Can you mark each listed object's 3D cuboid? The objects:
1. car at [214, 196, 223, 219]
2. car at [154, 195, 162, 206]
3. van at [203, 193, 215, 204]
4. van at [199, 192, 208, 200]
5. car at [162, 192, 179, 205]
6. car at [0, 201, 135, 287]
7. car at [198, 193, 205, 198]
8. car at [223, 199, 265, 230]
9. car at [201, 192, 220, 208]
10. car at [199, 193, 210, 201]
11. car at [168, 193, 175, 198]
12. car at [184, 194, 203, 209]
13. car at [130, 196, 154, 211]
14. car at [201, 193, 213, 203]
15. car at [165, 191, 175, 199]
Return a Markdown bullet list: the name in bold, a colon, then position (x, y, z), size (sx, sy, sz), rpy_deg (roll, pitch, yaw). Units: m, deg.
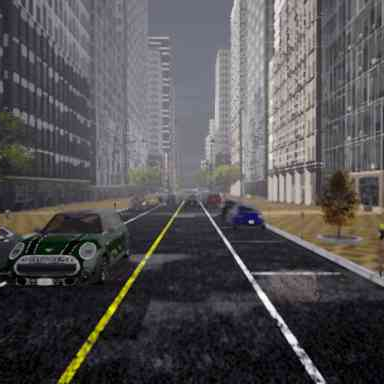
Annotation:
- **car**: position (3.123, 1.336, 26.863), size (1.837, 1.490, 4.892), rpy_deg (0, 0, 0)
- **car**: position (-5.738, 1.228, 47.638), size (1.752, 1.417, 4.829), rpy_deg (-1, 0, 0)
- **van**: position (2.636, 1.007, 53.497), size (1.690, 1.788, 3.998), rpy_deg (-1, 0, 0)
- **van**: position (2.617, 0.862, 76.231), size (1.690, 1.788, 3.998), rpy_deg (-1, 0, 0)
- **car**: position (-3.120, 1.180, 51.630), size (1.837, 1.490, 4.892), rpy_deg (0, 1, 0)
- **car**: position (-3.108, 1.294, 9.276), size (2.097, 1.767, 4.553), rpy_deg (0, 0, 0)
- **car**: position (2.605, 0.961, 93.283), size (2.008, 1.369, 4.403), rpy_deg (-1, 0, 0)
- **car**: position (3.132, 1.401, 19.863), size (1.812, 1.442, 4.674), rpy_deg (0, 0, 0)
- **car**: position (2.645, 1.052, 42.130), size (2.192, 1.841, 5.009), rpy_deg (-1, 0, 0)
- **car**: position (2.622, 0.997, 70.549), size (1.967, 1.590, 4.097), rpy_deg (-1, 0, 0)
- **car**: position (-5.776, 0.993, 93.277), size (1.802, 1.307, 4.206), rpy_deg (-1, 0, 0)
- **car**: position (0.018, 1.306, 41.384), size (1.994, 1.385, 4.181), rpy_deg (0, 0, 1)
- **car**: position (-5.730, 1.213, 36.440), size (1.967, 1.590, 4.097), rpy_deg (-1, 0, 0)
- **car**: position (2.632, 1.070, 59.182), size (1.967, 1.590, 4.097), rpy_deg (-1, 0, 0)
- **car**: position (-5.773, 0.763, 87.591), size (2.192, 1.841, 5.009), rpy_deg (-1, 0, 0)
